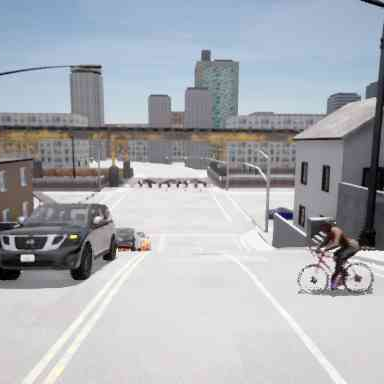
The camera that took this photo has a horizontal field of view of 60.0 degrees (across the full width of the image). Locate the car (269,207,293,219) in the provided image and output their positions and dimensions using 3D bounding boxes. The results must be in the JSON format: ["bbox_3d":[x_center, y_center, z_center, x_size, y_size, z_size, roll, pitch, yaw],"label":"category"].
[{"bbox_3d":[11.387,2.620,41.098,4.181,1.385,1.994,0,8,-2],"label":"car"}]

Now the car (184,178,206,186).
[{"bbox_3d":[0.644,-2.212,71.355,4.536,1.218,1.853,5,10,27],"label":"car"}]

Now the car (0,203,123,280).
[{"bbox_3d":[-3.831,1.337,10.363,2.150,2.045,5.566,0,-4,-2],"label":"car"}]

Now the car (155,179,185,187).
[{"bbox_3d":[-4.659,-1.941,70.456,4.974,1.542,2.038,-6,11,-37],"label":"car"}]

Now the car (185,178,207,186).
[{"bbox_3d":[0.690,-2.053,71.355,4.974,1.542,2.038,5,10,27],"label":"car"}]

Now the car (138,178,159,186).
[{"bbox_3d":[-9.303,-2.105,70.354,4.536,1.218,1.853,8,11,42],"label":"car"}]

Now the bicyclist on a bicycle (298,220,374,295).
[{"bbox_3d":[3.092,1.424,7.192,1.656,1.620,0.582,-2,0,0],"label":"bicyclist on a bicycle"}]

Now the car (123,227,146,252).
[{"bbox_3d":[-4.162,2.917,20.251,1.837,1.490,4.892,0,-12,-2],"label":"car"}]

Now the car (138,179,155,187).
[{"bbox_3d":[-9.265,-1.944,70.343,4.974,1.542,2.038,8,11,42],"label":"car"}]

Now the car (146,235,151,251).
[{"bbox_3d":[-4.334,3.834,25.621,2.097,1.767,4.553,0,-8,-3],"label":"car"}]

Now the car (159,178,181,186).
[{"bbox_3d":[-4.617,-2.102,70.464,4.536,1.218,1.853,-6,11,-37],"label":"car"}]
